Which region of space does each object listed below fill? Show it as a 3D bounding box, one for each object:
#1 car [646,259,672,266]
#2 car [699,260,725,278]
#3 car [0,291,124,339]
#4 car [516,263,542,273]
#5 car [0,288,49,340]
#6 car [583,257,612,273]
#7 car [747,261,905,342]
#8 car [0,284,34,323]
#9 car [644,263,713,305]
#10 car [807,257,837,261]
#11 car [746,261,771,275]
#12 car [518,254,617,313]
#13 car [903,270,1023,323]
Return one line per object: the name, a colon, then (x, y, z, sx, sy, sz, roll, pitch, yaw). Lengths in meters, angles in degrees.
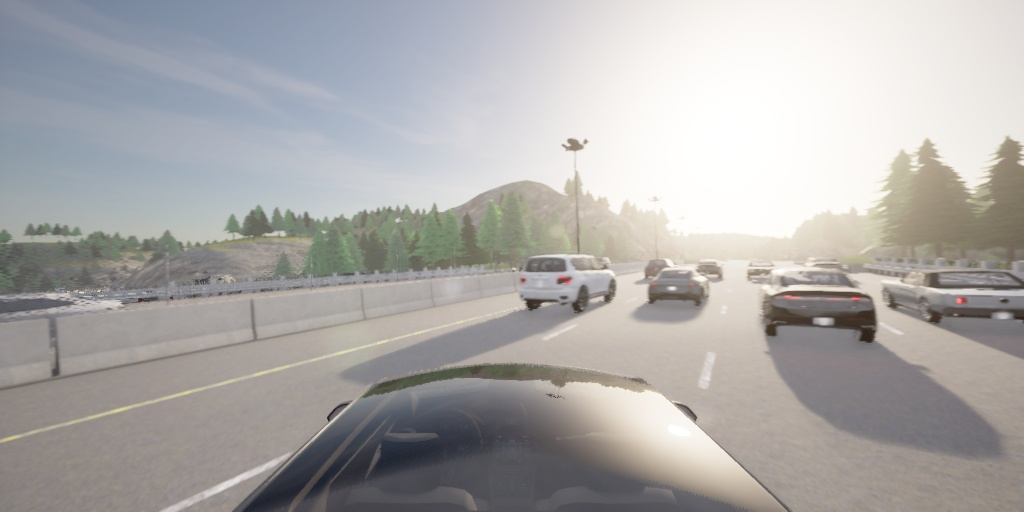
car: (12.787, 1.007, 30.666, 2.097, 1.767, 4.553, -2, -1, 32)
car: (16.521, 1.055, 30.012, 1.837, 1.490, 4.892, -2, -1, 32)
car: (-13.424, 1.748, 9.311, 1.812, 1.442, 4.674, -2, 0, 32)
car: (2.690, 1.810, 54.110, 1.812, 1.442, 4.674, -2, -1, 33)
car: (-17.036, 1.872, 10.121, 1.812, 1.442, 4.674, -2, 0, 32)
car: (11.735, 1.188, 48.787, 2.150, 2.045, 5.566, -2, -1, 32)
car: (7.347, 1.035, 9.028, 2.128, 1.511, 4.902, -2, 0, 32)
car: (-22.886, 2.045, 13.988, 2.128, 1.511, 4.902, -2, 0, 32)
car: (7.032, 1.165, 15.058, 1.994, 1.385, 4.181, -2, -1, 32)
car: (21.908, 0.833, 25.443, 2.128, 1.511, 4.902, -2, -1, 32)
car: (19.063, 1.047, 27.480, 1.895, 1.301, 4.718, -2, -1, 32)
car: (2.395, 0.954, 14.277, 2.150, 2.045, 5.566, -2, 0, 33)
car: (11.952, 1.009, 9.750, 1.895, 1.301, 4.718, -2, -1, 32)
